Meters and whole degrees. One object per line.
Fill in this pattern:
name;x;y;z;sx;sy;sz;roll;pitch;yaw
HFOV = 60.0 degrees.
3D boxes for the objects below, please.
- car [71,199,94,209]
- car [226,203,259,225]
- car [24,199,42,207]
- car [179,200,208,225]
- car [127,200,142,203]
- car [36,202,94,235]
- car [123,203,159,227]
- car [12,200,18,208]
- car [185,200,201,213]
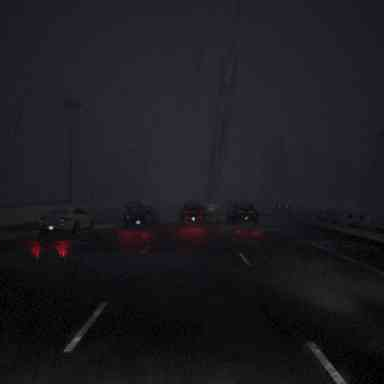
car;-17.512;1.931;53.490;2.128;1.511;4.902;0;-1;0
car;3.595;1.531;24.313;2.128;1.511;4.902;0;0;0
car;-24.514;1.910;53.245;1.882;1.535;5.008;0;-1;0
car;0.095;1.541;24.283;1.837;1.490;4.892;0;-1;0
car;-6.909;1.743;40.511;1.837;1.490;4.892;0;-2;0
car;-6.917;1.526;18.622;1.812;1.442;4.674;0;0;0
car;-3.405;1.629;23.193;1.895;1.301;4.718;0;-1;0
car;-28.011;1.982;53.578;2.033;1.411;5.357;0;-1;0
car;0.091;1.783;41.526;1.812;1.442;4.674;0;-1;0
